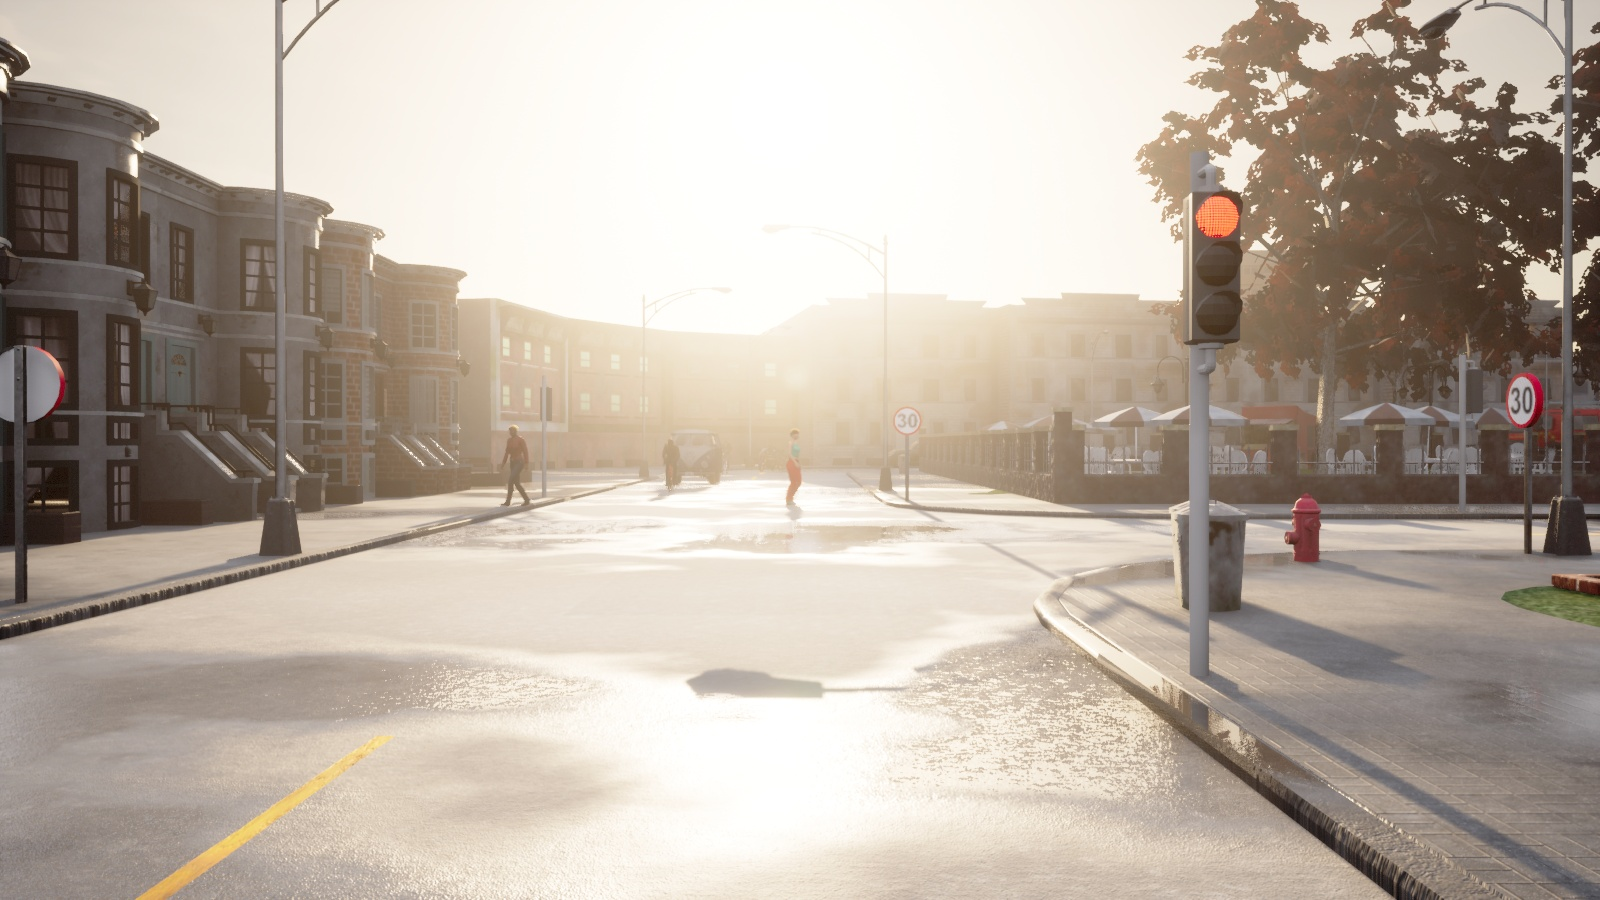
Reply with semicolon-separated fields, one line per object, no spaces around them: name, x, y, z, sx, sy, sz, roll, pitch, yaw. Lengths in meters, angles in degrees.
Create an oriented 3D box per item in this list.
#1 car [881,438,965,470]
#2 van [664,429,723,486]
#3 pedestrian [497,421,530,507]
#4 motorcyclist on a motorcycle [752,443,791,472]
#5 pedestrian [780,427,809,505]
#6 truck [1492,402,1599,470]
car;6.973;0.207;71.507;4.553;1.767;2.097;0;0;-1
van;-3.848;0.238;46.005;1.775;1.987;4.442;0;0;0
pedestrian;-6.202;0.298;27.186;0.331;1.846;0.636;0;0;34
motorcyclist on a motorcycle;-1.520;0.402;67.342;0.866;1.530;2.191;0;0;40
pedestrian;-0.141;0.376;29.692;0.594;1.836;0.345;0;0;25
truck;44.426;-0.786;71.488;8.468;3.827;2.891;0;0;0
